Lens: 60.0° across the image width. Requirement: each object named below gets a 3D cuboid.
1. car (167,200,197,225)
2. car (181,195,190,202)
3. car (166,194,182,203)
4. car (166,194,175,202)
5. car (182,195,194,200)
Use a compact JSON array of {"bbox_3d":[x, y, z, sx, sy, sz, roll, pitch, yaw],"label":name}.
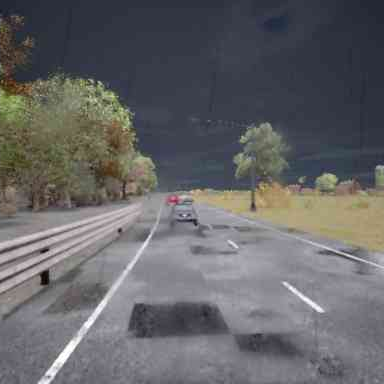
[{"bbox_3d":[-0.654,1.578,24.134,2.033,1.411,5.357,0,0,-4],"label":"car"},{"bbox_3d":[-1.499,1.427,77.254,1.812,1.442,4.674,0,0,-5],"label":"car"},{"bbox_3d":[-3.320,1.287,57.407,2.150,2.045,5.566,0,0,-5],"label":"car"},{"bbox_3d":[-5.016,1.439,77.345,2.097,1.767,4.553,0,0,-5],"label":"car"},{"bbox_3d":[-0.665,1.602,66.864,2.033,1.411,5.357,0,0,-5],"label":"car"}]
